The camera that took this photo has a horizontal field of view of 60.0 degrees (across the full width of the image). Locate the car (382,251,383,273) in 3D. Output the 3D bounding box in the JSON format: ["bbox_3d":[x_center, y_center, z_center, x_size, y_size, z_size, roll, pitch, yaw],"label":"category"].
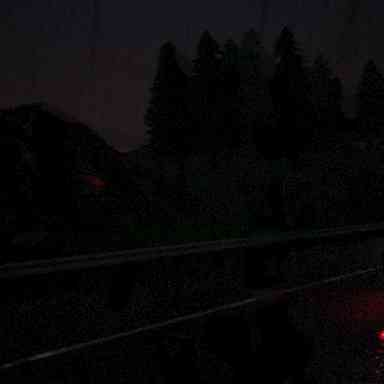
[{"bbox_3d":[6.662,1.486,8.293,4.892,1.490,1.837,0,0,-34],"label":"car"}]
